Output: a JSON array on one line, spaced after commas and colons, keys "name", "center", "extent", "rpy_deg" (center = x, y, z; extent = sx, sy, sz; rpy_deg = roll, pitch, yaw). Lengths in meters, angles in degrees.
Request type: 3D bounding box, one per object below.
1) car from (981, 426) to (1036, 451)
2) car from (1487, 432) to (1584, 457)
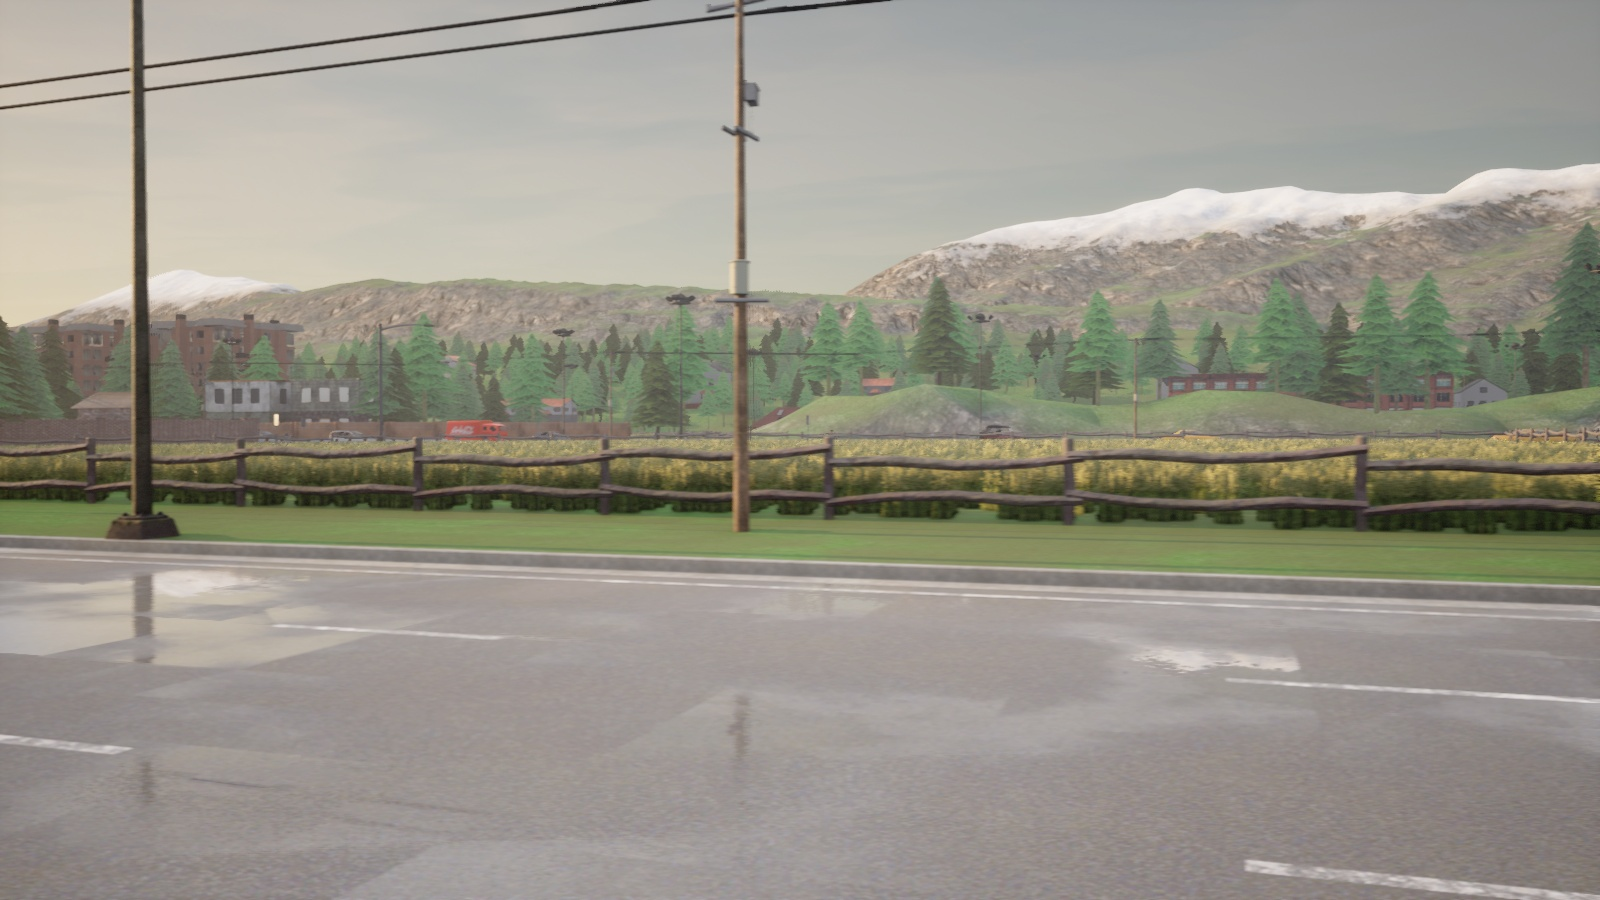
[{"name": "car", "center": [15.917, -0.869, 95.989], "extent": [3.866, 1.878, 1.905], "rpy_deg": [1, 1, 18]}, {"name": "car", "center": [49.631, -0.389, 84.821], "extent": [5.366, 1.575, 1.801], "rpy_deg": [1, 1, 18]}]
